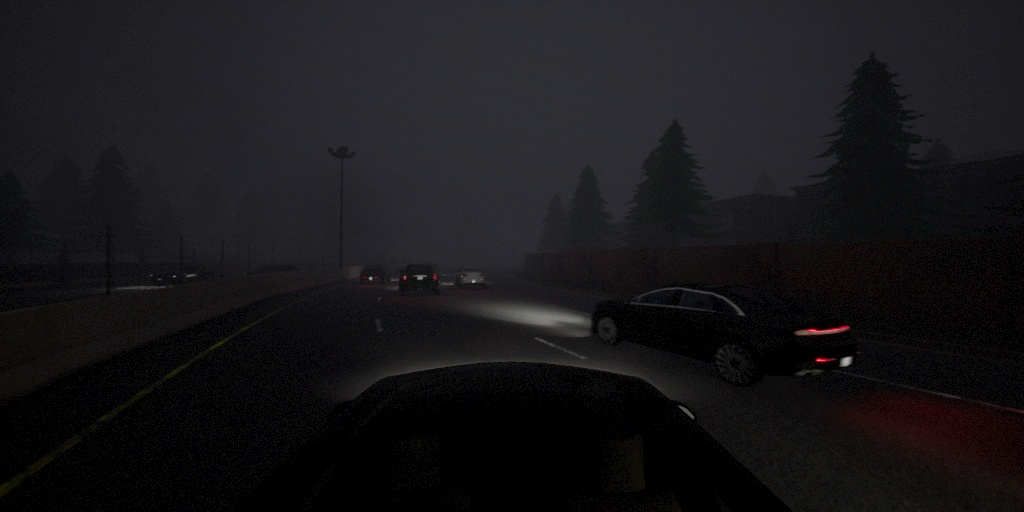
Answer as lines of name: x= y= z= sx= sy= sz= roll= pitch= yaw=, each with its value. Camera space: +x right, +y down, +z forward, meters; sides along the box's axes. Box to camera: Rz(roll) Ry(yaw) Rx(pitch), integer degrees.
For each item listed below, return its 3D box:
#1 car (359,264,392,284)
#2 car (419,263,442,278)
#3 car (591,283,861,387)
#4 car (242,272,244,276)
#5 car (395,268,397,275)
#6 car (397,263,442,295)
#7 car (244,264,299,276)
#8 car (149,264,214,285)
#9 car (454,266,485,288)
car: x=-10.935 y=1.424 z=28.930 sx=1.837 sy=1.490 sz=4.892 roll=0 pitch=-1 yaw=-11
car: x=-8.752 y=1.501 z=38.878 sx=1.837 sy=1.490 sz=4.892 roll=0 pitch=0 yaw=-5
car: x=3.621 y=1.287 z=7.213 sx=2.128 sy=1.511 sz=4.902 roll=0 pitch=-1 yaw=-27
car: x=-22.407 y=1.472 z=33.020 sx=2.033 sy=1.411 sz=5.357 roll=0 pitch=0 yaw=-7
car: x=-12.539 y=1.618 z=43.033 sx=1.895 sy=1.301 sz=4.718 roll=0 pitch=0 yaw=-3
car: x=-5.537 y=1.229 z=21.304 sx=2.097 sy=1.767 sz=4.553 roll=0 pitch=0 yaw=-16
car: x=-17.986 y=1.399 z=27.506 sx=1.837 sy=1.490 sz=4.892 roll=0 pitch=0 yaw=-10
car: x=-25.072 y=1.383 z=27.449 sx=1.837 sy=1.490 sz=4.892 roll=0 pitch=0 yaw=-10
car: x=-3.071 y=1.438 z=25.514 sx=1.812 sy=1.442 sz=4.674 roll=0 pitch=0 yaw=-14
